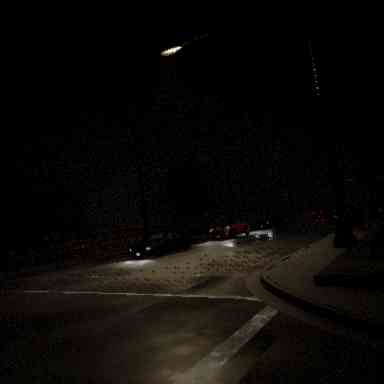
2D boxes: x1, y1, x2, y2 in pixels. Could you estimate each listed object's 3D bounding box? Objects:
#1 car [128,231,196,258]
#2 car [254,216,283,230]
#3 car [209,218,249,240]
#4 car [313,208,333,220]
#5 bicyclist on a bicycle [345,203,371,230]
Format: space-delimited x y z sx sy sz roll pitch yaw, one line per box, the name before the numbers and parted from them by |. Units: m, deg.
car | -1.799 3.325 21.957 2.033 1.411 5.357 -10 -6 33
car | 8.771 3.503 38.124 1.895 1.301 4.718 -10 -6 33
car | 3.345 3.194 29.892 2.097 1.767 4.553 -10 -6 33
car | 17.821 2.919 45.348 1.837 1.490 4.892 -10 -6 33
bicyclist on a bicycle | 9.403 1.442 19.325 1.656 1.620 0.582 -11 -6 33
